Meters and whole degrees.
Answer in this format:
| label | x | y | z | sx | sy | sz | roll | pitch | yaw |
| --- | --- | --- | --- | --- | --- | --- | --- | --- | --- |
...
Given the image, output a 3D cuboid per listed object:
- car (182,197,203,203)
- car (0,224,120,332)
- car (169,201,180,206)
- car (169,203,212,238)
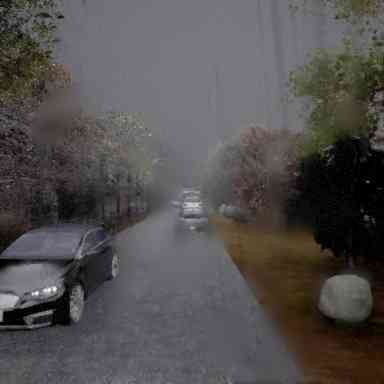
| label | x | y | z | sx | sy | sz | roll | pitch | yaw |
| --- | --- | --- | --- | --- | --- | --- | --- | --- | --- |
| car | 0.096 | 1.601 | 38.059 | 2.150 | 2.045 | 5.566 | 0 | -1 | 0 |
| car | -2.867 | 1.508 | 7.179 | 2.128 | 1.511 | 4.902 | 0 | 0 | 0 |
| car | -2.735 | 2.289 | 56.219 | 1.882 | 1.535 | 5.008 | 0 | -2 | 1 |
| car | 0.064 | 1.587 | 18.428 | 2.128 | 1.511 | 4.902 | 0 | -1 | 0 |
